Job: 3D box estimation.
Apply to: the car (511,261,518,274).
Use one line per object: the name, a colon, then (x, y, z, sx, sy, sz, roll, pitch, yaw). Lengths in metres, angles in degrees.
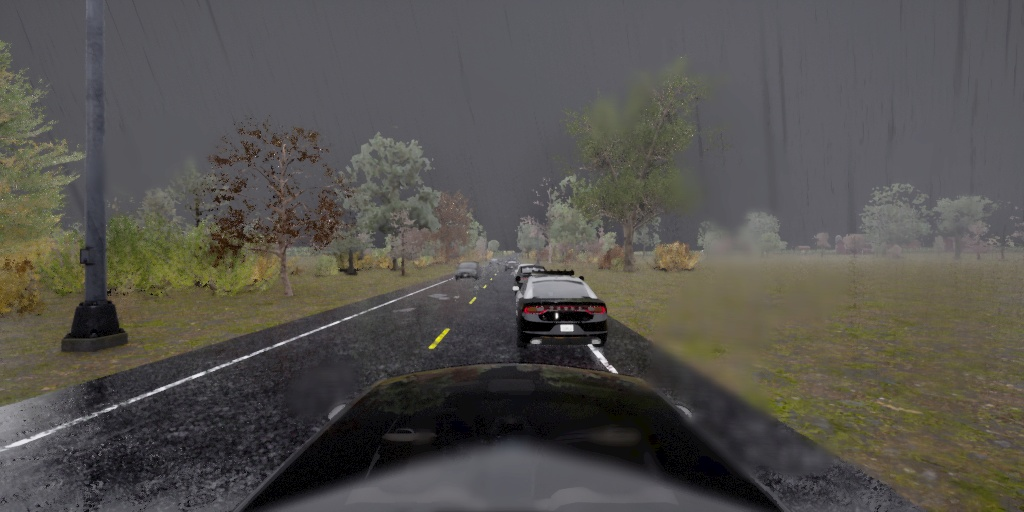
car: (1.051, 1.265, 25.322, 1.812, 1.442, 4.674, 0, 0, 0)

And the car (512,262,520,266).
car: (1.050, 1.248, 19.321, 1.837, 1.490, 4.892, 0, 0, 0)

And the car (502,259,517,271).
car: (0.036, 1.238, 47.434, 1.812, 1.442, 4.674, 0, 0, 1)

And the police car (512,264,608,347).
police car: (1.050, 1.173, 9.430, 1.930, 1.638, 5.238, 0, 0, 0)

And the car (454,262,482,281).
car: (-3.599, 1.240, 29.992, 1.837, 1.490, 4.892, 0, 0, 0)
